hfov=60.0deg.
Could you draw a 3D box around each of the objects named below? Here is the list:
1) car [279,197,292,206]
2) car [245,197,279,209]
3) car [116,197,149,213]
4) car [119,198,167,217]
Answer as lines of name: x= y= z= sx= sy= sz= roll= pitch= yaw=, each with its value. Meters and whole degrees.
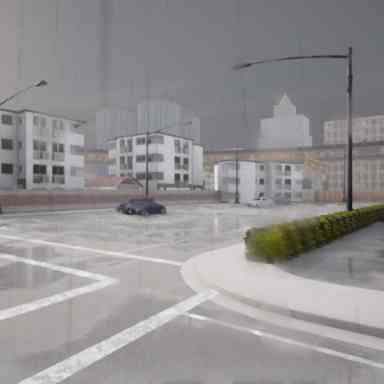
car: x=13.251 y=1.535 z=52.809 sx=5.357 sy=1.411 sz=2.033 roll=0 pitch=0 yaw=-25
car: x=9.569 y=1.514 z=46.542 sx=4.674 sy=1.442 sz=1.812 roll=0 pitch=0 yaw=-35
car: x=-5.647 y=1.336 z=34.621 sx=2.097 sy=1.767 sz=4.553 roll=0 pitch=0 yaw=38
car: x=-4.216 y=1.550 z=30.746 sx=1.994 sy=1.385 sz=4.181 roll=0 pitch=0 yaw=37
